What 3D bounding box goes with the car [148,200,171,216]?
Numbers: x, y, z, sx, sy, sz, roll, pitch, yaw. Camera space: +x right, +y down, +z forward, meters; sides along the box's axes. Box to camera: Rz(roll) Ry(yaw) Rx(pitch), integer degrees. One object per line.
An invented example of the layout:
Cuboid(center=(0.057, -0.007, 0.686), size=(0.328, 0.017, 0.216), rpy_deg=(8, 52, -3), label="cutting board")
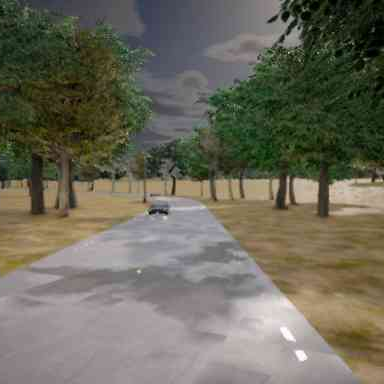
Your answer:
Cuboid(center=(-3.090, 1.493, 32.427), size=(2.033, 1.411, 5.357), rpy_deg=(0, 0, 0), label="car")
